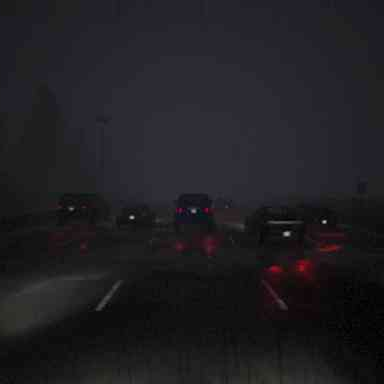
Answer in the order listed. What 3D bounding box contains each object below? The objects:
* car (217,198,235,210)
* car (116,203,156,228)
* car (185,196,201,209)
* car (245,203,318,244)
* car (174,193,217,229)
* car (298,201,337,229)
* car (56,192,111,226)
[{"bbox_3d":[3.615,1.280,37.112,1.895,1.301,4.718,0,0,0],"label":"car"},{"bbox_3d":[-3.392,1.384,20.782,1.994,1.385,4.181,0,0,0],"label":"car"},{"bbox_3d":[0.101,1.186,39.250,1.812,1.442,4.674,0,1,0],"label":"car"},{"bbox_3d":[3.605,1.361,15.070,2.128,1.511,4.902,0,0,0],"label":"car"},{"bbox_3d":[0.106,1.050,20.047,2.150,2.045,5.566,0,1,0],"label":"car"},{"bbox_3d":[7.108,1.329,20.253,1.837,1.490,4.892,0,0,0],"label":"car"},{"bbox_3d":[-6.893,1.033,21.684,2.150,2.045,5.566,0,0,0],"label":"car"}]
